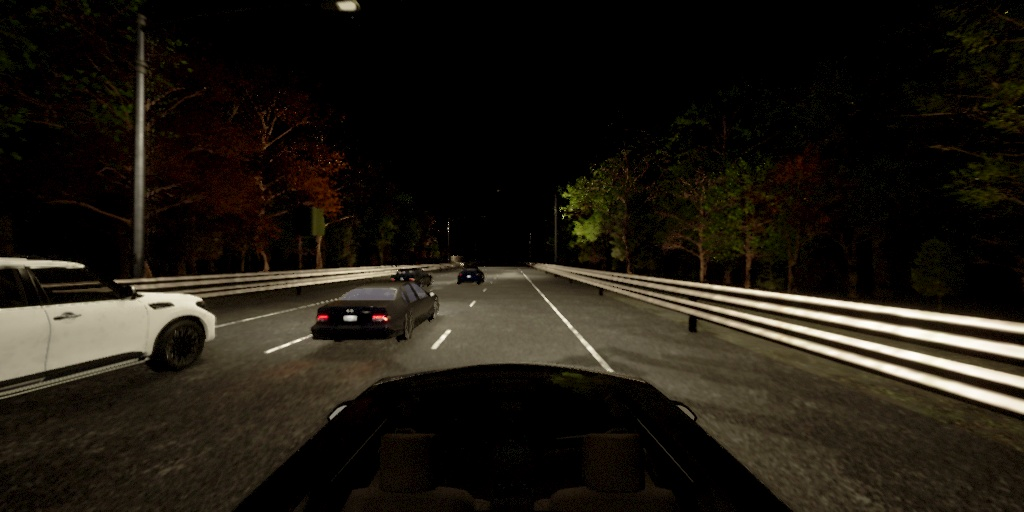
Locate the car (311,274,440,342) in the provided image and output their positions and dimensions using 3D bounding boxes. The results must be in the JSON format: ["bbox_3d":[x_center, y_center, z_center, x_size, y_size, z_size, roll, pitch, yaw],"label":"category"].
[{"bbox_3d":[-3.418,1.393,10.089,2.033,1.411,5.357,0,-1,0],"label":"car"}]

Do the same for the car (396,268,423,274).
[{"bbox_3d":[-6.948,1.562,25.097,2.033,1.411,5.357,0,-1,0],"label":"car"}]

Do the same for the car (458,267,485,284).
[{"bbox_3d":[-3.458,1.642,30.825,1.994,1.385,4.181,0,-1,0],"label":"car"}]

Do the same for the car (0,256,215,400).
[{"bbox_3d":[-6.911,1.008,4.636,2.150,2.045,5.566,0,0,0],"label":"car"}]
